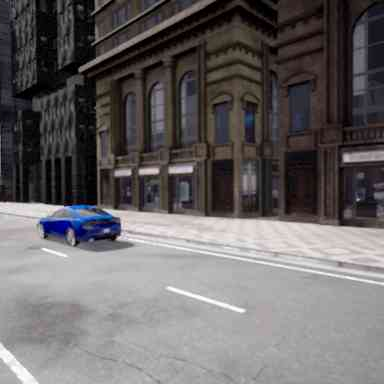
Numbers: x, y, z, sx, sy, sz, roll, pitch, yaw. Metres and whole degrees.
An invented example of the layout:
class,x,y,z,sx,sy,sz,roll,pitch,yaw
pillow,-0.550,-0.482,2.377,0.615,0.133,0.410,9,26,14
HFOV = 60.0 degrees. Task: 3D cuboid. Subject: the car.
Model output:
class,x,y,z,sx,sy,sz,roll,pitch,yaw
car,-5.063,1.346,14.599,5.008,1.535,1.882,0,1,45
